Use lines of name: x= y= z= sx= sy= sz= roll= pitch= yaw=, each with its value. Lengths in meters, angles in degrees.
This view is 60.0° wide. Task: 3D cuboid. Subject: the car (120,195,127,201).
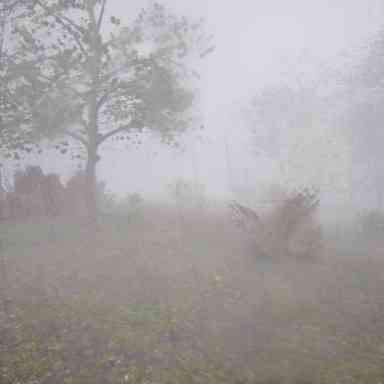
car: x=-12.863 y=1.142 z=69.043 sx=1.882 sy=1.535 sz=5.008 roll=0 pitch=0 yaw=35
